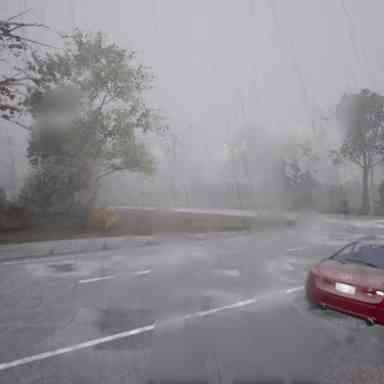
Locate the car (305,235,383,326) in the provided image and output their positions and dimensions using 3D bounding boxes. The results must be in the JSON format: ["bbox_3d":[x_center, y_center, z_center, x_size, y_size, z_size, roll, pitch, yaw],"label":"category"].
[{"bbox_3d":[4.197,1.574,6.680,4.181,1.385,1.994,0,0,-35],"label":"car"}]
